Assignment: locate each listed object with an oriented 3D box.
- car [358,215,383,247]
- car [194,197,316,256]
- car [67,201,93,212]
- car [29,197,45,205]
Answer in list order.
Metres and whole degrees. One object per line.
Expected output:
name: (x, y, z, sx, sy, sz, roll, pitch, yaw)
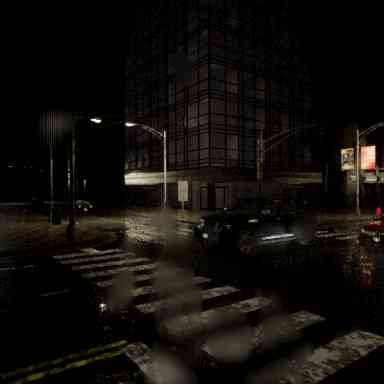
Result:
car: (8.889, 1.527, 13.944, 4.674, 1.442, 1.812, 0, 0, -35)
car: (2.744, 1.222, 13.577, 5.566, 2.045, 2.150, 0, 0, -35)
car: (-13.268, 1.667, 39.201, 1.895, 1.301, 4.718, 0, 0, -35)
car: (-28.699, 1.690, 61.445, 2.033, 1.411, 5.357, 0, 0, -36)
